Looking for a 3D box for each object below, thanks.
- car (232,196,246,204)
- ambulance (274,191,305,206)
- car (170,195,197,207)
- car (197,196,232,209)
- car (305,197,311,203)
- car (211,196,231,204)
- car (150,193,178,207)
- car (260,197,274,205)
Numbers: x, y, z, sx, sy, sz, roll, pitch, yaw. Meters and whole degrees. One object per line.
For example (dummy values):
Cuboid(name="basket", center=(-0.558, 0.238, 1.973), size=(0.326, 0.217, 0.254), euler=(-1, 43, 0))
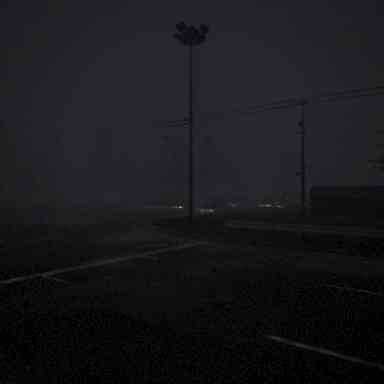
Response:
Cuboid(name="car", center=(8.444, 1.457, 63.701), size=(1.882, 1.535, 5.008), euler=(0, 0, 38))
Cuboid(name="ambulance", center=(16.900, 1.025, 57.405), size=(2.351, 2.431, 6.366), euler=(0, 0, 36))
Cuboid(name="car", center=(-0.918, 1.534, 50.892), size=(1.994, 1.385, 4.181), euler=(0, 0, 36))
Cuboid(name="car", center=(3.029, 1.507, 44.431), size=(1.812, 1.442, 4.674), euler=(0, 0, 36))
Cuboid(name="car", center=(23.245, 1.624, 64.021), size=(4.718, 1.301, 1.895), euler=(0, 0, -38))
Cuboid(name="car", center=(5.768, 1.499, 65.850), size=(1.812, 1.442, 4.674), euler=(0, 0, 37))
Cuboid(name="car", center=(-4.158, 1.186, 52.380), size=(2.150, 2.045, 5.566), euler=(0, 0, 36))
Cuboid(name="car", center=(13.671, 1.555, 58.851), size=(1.994, 1.385, 4.181), euler=(0, 0, 38))
